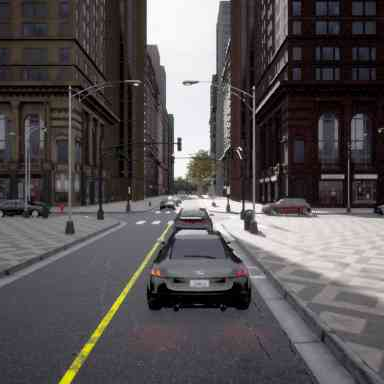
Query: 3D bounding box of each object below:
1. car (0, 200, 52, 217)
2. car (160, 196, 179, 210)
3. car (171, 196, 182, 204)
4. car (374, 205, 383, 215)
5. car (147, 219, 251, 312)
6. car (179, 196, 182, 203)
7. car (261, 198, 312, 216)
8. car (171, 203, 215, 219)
[{"bbox_3d":[-14.747,1.455,28.968,4.892,1.490,1.837,0,0,-1],"label":"car"},{"bbox_3d":[-3.089,1.548,43.176,2.033,1.411,5.357,0,0,0],"label":"car"},{"bbox_3d":[-3.026,1.565,66.605,2.033,1.411,5.357,0,0,0],"label":"car"},{"bbox_3d":[19.955,1.629,32.160,4.181,1.385,1.994,0,0,0],"label":"car"},{"bbox_3d":[0.108,1.564,7.812,1.994,1.385,4.181,0,0,-1],"label":"car"},{"bbox_3d":[-3.089,1.495,52.937,2.128,1.511,4.902,0,0,0],"label":"car"},{"bbox_3d":[9.042,1.382,32.170,4.553,1.767,2.097,0,0,0],"label":"car"},{"bbox_3d":[0.062,1.505,16.720,1.837,1.490,4.892,0,0,0],"label":"car"}]
